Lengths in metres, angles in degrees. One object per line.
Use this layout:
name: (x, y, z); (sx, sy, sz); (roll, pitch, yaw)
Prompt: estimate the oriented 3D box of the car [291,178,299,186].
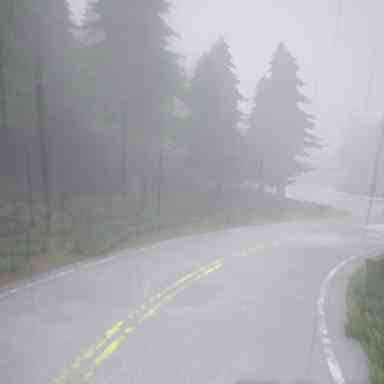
car: (19.649, -2.038, 65.141); (1.882, 1.535, 5.008); (2, 5, 28)
